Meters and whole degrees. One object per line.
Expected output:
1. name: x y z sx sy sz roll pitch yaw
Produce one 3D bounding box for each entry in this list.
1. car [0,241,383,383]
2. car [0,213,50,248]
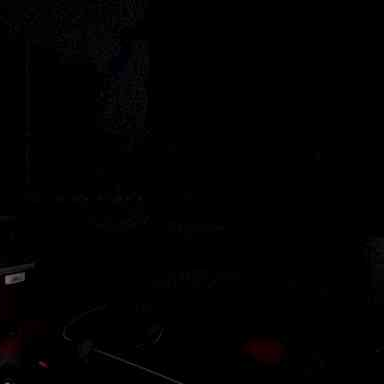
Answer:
1. car: -0.032 1.440 2.983 4.097 1.590 1.967 0 0 35
2. car: -4.463 1.316 6.135 5.009 1.841 2.192 0 0 35
